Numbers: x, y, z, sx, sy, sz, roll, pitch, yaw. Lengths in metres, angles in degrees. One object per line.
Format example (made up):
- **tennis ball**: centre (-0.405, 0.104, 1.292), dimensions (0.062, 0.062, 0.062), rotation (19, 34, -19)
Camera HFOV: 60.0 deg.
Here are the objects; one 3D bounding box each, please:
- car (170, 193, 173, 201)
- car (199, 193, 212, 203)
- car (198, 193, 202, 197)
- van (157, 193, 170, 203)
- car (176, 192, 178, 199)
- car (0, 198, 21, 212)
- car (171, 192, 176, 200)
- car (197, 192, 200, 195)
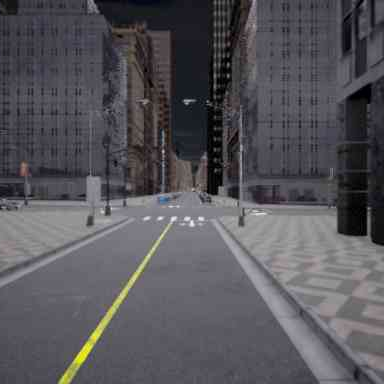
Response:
- **car**: centre (-5.628, 1.439, 69.424), dimensions (1.802, 1.307, 4.206), rotation (0, 0, 0)
- **car**: centre (2.862, 1.441, 63.724), dimensions (1.947, 1.339, 4.313), rotation (0, 0, 0)
- **car**: centre (2.966, 1.401, 80.671), dimensions (1.802, 1.307, 4.206), rotation (0, 0, 0)
- **van**: centre (-5.663, 1.216, 63.775), dimensions (1.690, 1.788, 3.998), rotation (0, 0, 0)
- **car**: centre (-5.522, 1.112, 86.370), dimensions (2.192, 1.841, 5.009), rotation (0, 0, 0)
- **car**: centre (-19.705, 1.239, 33.302), dimensions (4.902, 1.511, 2.128), rotation (2, 0, 0)
- **car**: centre (-5.558, 1.259, 80.721), dimensions (1.967, 1.590, 4.097), rotation (0, 0, 0)
- **car**: centre (3.037, 1.320, 91.969), dimensions (1.887, 1.381, 4.507), rotation (0, 0, 0)
